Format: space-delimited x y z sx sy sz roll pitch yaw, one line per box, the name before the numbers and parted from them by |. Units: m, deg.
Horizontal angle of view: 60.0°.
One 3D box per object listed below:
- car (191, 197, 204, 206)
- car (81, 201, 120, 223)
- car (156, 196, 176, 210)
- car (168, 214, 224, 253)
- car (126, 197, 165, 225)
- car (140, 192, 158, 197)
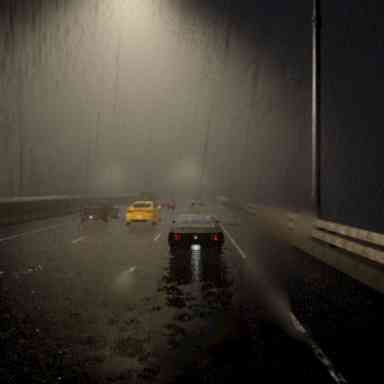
car | 0.837 1.418 50.265 1.895 1.301 4.718 0 0 2
car | -6.713 1.398 24.643 1.837 1.490 4.892 0 1 1
car | -2.930 1.444 39.791 1.895 1.301 4.718 0 0 1
car | 0.154 1.541 13.340 1.895 1.301 4.718 0 0 0
car | -3.235 1.376 23.041 1.882 1.535 5.008 0 0 1
car | -6.232 1.045 47.729 2.150 2.045 5.566 0 0 2
